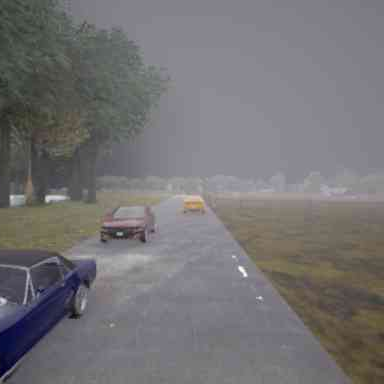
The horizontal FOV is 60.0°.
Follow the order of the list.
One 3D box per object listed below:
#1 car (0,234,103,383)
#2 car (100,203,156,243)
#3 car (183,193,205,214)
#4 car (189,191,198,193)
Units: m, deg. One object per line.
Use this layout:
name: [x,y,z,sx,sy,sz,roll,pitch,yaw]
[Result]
car: [-2.844,1.575,4.518,1.895,1.301,4.718,0,0,0]
car: [-2.811,1.323,15.464,1.882,1.535,5.008,0,1,0]
car: [0.167,1.099,30.571,1.882,1.535,5.008,0,1,0]
car: [0.198,0.729,45.130,2.097,1.767,4.553,0,1,0]
